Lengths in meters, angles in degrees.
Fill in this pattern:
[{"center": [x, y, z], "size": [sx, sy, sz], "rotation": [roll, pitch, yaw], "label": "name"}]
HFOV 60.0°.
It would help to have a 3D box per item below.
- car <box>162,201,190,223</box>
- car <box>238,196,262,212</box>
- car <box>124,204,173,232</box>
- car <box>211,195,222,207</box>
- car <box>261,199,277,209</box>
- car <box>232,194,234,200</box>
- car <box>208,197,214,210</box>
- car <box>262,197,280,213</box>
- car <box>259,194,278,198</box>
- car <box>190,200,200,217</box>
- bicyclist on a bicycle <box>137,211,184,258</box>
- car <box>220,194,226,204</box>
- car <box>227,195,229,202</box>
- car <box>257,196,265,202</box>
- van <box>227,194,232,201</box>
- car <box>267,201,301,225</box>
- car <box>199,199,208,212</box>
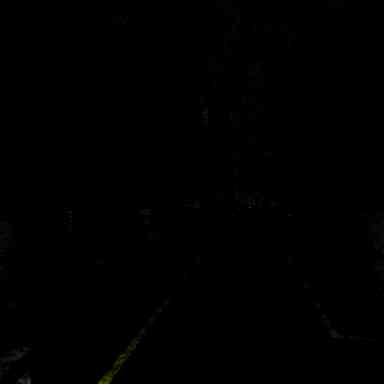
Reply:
[{"center": [-1.659, 1.452, 25.503], "size": [1.967, 1.590, 4.097], "rotation": [0, 0, 10], "label": "car"}, {"center": [6.839, 1.528, 39.415], "size": [2.128, 1.511, 4.902], "rotation": [0, 0, 10], "label": "car"}, {"center": [-2.636, 1.589, 19.949], "size": [1.802, 1.307, 4.206], "rotation": [0, 0, 10], "label": "car"}, {"center": [3.229, 1.607, 53.274], "size": [1.887, 1.381, 4.507], "rotation": [0, 0, 10], "label": "car"}, {"center": [10.646, 1.617, 46.234], "size": [1.947, 1.339, 4.313], "rotation": [0, 0, 10], "label": "car"}, {"center": [9.094, 1.606, 86.599], "size": [1.967, 1.590, 4.097], "rotation": [0, 0, 10], "label": "car"}, {"center": [1.274, 1.605, 42.166], "size": [1.947, 1.339, 4.313], "rotation": [0, 0, 10], "label": "car"}, {"center": [8.691, 1.574, 35.127], "size": [1.887, 1.381, 4.507], "rotation": [0, 0, 10], "label": "car"}, {"center": [9.669, 1.355, 40.682], "size": [2.192, 1.841, 5.009], "rotation": [0, 0, 10], "label": "car"}, {"center": [-0.681, 1.602, 31.057], "size": [1.802, 1.307, 4.206], "rotation": [0, 0, 10], "label": "car"}, {"center": [-1.104, 1.457, 11.302], "size": [1.656, 1.620, 0.582], "rotation": [-2, 0, 10], "label": "bicyclist on a bicycle"}, {"center": [4.207, 1.390, 58.829], "size": [2.192, 1.841, 5.009], "rotation": [0, 0, 10], "label": "car"}, {"center": [6.162, 1.683, 69.935], "size": [1.802, 1.307, 4.206], "rotation": [0, 0, 10], "label": "car"}, {"center": [16.510, 1.725, 79.554], "size": [1.802, 1.307, 4.206], "rotation": [0, 0, 10], "label": "car"}, {"center": [8.116, 1.484, 81.045], "size": [1.690, 1.788, 3.998], "rotation": [0, 0, 10], "label": "van"}, {"center": [6.737, 1.579, 24.020], "size": [1.947, 1.339, 4.313], "rotation": [0, 0, 10], "label": "car"}, {"center": [0.267, 1.554, 36.443], "size": [1.752, 1.417, 4.829], "rotation": [0, 0, 10], "label": "car"}]
